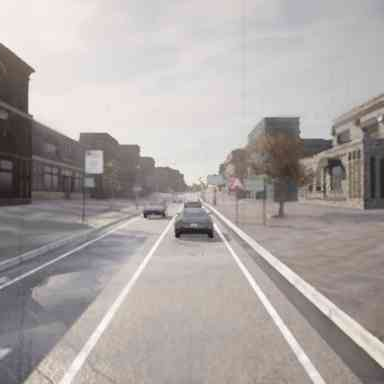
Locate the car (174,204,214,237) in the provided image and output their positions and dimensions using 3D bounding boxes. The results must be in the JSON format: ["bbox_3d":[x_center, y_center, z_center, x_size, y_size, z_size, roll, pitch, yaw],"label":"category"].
[{"bbox_3d":[0.102,1.541,17.938,1.994,1.385,4.181,0,0,0],"label":"car"}]

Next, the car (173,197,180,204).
[{"bbox_3d":[-2.991,1.741,70.299,2.128,1.511,4.902,0,-1,0],"label":"car"}]

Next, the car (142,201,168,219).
[{"bbox_3d":[-3.093,1.467,28.987,2.033,1.411,5.357,1,-1,-1],"label":"car"}]

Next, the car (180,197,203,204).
[{"bbox_3d":[0.105,1.421,35.689,2.128,1.511,4.902,0,0,0],"label":"car"}]
